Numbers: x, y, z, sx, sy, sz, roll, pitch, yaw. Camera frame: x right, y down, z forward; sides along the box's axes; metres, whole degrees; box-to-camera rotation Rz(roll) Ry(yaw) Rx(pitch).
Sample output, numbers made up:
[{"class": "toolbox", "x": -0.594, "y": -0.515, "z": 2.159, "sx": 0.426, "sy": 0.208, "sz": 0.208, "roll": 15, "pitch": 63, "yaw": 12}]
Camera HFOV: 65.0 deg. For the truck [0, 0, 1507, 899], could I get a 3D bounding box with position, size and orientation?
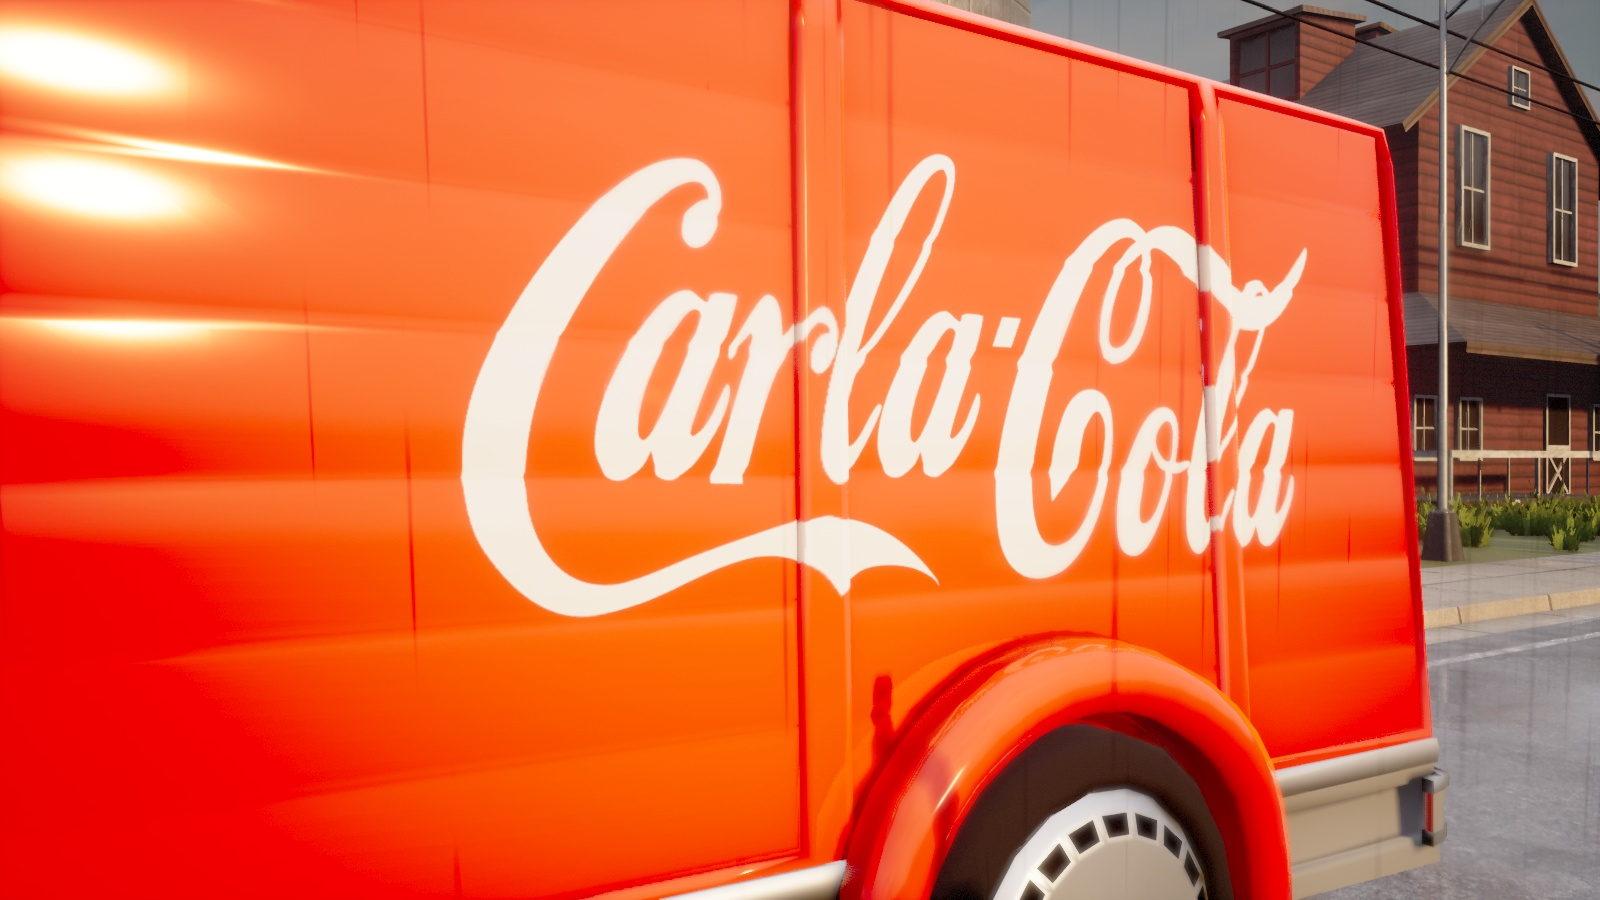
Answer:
[{"class": "truck", "x": -1.077, "y": 0.268, "z": 2.875, "sx": 5.204, "sy": 2.467, "sz": 2.627, "roll": 0, "pitch": 0, "yaw": -34}]
